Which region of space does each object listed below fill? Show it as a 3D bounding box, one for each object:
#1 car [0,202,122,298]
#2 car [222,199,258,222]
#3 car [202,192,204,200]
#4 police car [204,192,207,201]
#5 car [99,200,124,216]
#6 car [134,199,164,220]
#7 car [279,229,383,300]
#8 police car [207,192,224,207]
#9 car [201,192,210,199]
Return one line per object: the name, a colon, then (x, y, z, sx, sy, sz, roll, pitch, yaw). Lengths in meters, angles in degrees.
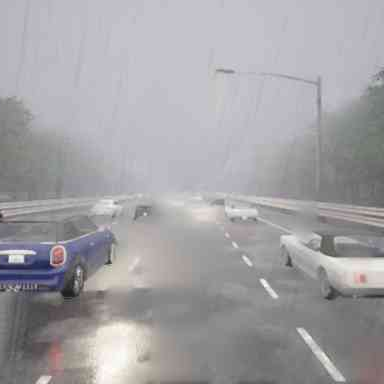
car: (-3.400, 1.298, 8.565, 2.097, 1.767, 4.553, 0, 0, 0)
car: (3.601, 1.447, 24.899, 1.895, 1.301, 4.718, 0, 0, 0)
car: (3.569, 1.123, 68.415, 1.837, 1.490, 4.892, 0, 0, 0)
police car: (3.534, 1.098, 57.537, 1.930, 1.638, 5.238, 0, 0, 0)
car: (-6.901, 1.358, 27.376, 1.812, 1.442, 4.674, 0, 0, 0)
car: (-3.399, 1.342, 26.493, 1.837, 1.490, 4.892, 0, 0, 0)
car: (3.599, 1.549, 8.176, 1.895, 1.301, 4.718, 0, 0, 0)
police car: (3.511, 1.153, 46.551, 1.930, 1.638, 5.238, 0, 0, 0)
car: (3.666, 0.860, 90.373, 2.097, 1.767, 4.553, 0, 0, 0)
